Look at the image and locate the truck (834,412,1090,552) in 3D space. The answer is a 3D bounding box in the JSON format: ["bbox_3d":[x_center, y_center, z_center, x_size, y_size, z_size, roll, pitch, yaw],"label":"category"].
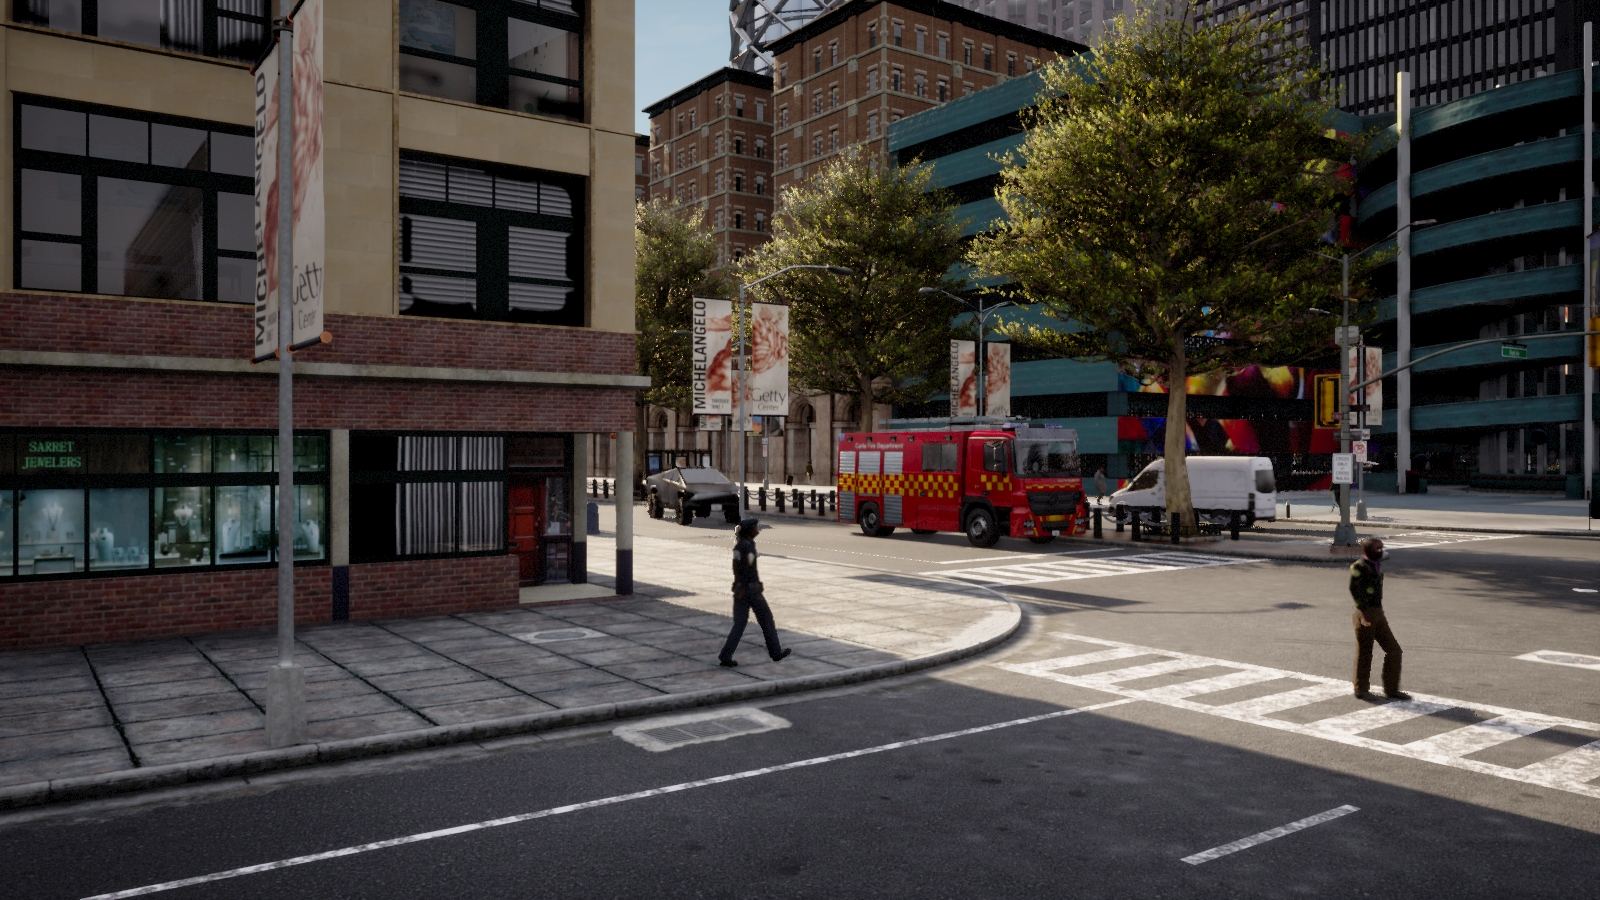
[{"bbox_3d":[4.745,0.881,35.550,2.891,3.827,8.468,0,0,-35],"label":"truck"}]

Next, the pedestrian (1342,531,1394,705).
[{"bbox_3d":[6.309,1.844,12.688,0.375,1.860,0.375,0,0,-33],"label":"pedestrian"}]

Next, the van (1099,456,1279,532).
[{"bbox_3d":[14.064,1.521,41.605,5.915,2.561,1.988,0,-1,45],"label":"van"}]

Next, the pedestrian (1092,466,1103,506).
[{"bbox_3d":[14.070,1.682,54.000,0.375,1.860,0.375,0,0,44],"label":"pedestrian"}]

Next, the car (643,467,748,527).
[{"bbox_3d":[-4.184,1.745,44.614,2.390,2.098,6.274,0,0,-22],"label":"car"}]

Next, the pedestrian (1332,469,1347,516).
[{"bbox_3d":[21.447,1.679,45.413,0.375,1.860,0.375,0,0,-11],"label":"pedestrian"}]

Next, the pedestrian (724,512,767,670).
[{"bbox_3d":[-0.662,1.693,13.867,0.375,1.860,0.375,0,0,-32],"label":"pedestrian"}]
